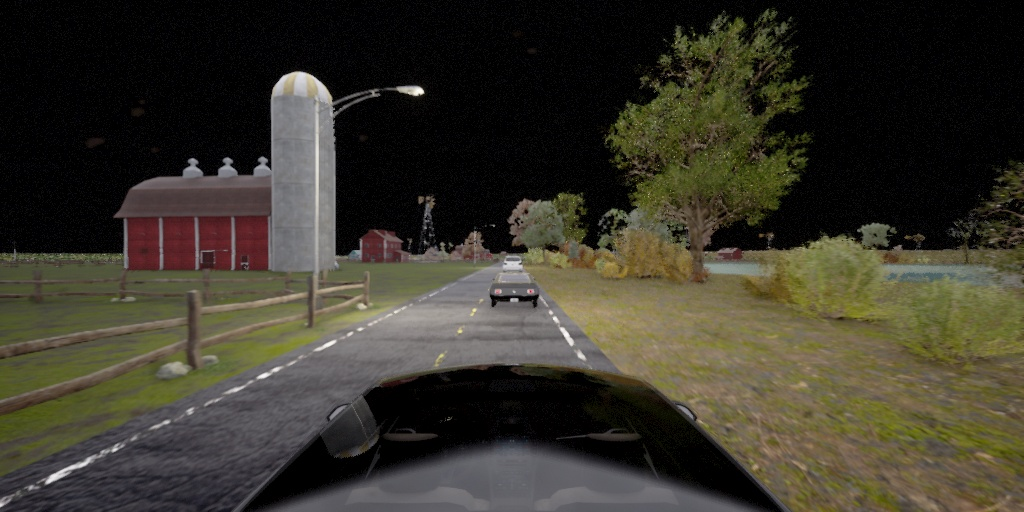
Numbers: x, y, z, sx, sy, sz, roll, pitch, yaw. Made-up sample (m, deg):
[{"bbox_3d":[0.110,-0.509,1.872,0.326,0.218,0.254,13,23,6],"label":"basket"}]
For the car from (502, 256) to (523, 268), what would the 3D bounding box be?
[{"bbox_3d":[0.089,1.029,41.602,2.150,2.045,5.566,0,0,0],"label":"car"}]

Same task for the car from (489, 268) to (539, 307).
[{"bbox_3d":[0.092,1.350,15.481,1.895,1.301,4.718,0,0,0],"label":"car"}]
